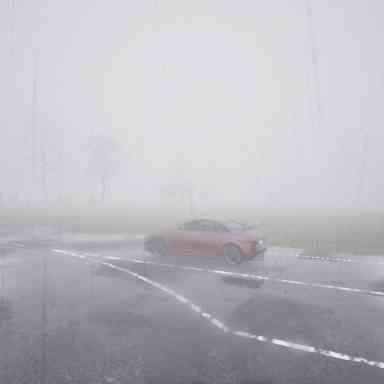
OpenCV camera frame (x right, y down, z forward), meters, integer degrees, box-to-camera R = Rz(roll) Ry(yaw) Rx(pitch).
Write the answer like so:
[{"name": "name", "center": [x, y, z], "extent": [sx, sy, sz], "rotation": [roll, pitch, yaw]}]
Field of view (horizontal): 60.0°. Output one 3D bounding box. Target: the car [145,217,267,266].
[{"name": "car", "center": [0.439, 1.554, 11.476], "extent": [4.181, 1.385, 1.994], "rotation": [0, 0, 29]}]
